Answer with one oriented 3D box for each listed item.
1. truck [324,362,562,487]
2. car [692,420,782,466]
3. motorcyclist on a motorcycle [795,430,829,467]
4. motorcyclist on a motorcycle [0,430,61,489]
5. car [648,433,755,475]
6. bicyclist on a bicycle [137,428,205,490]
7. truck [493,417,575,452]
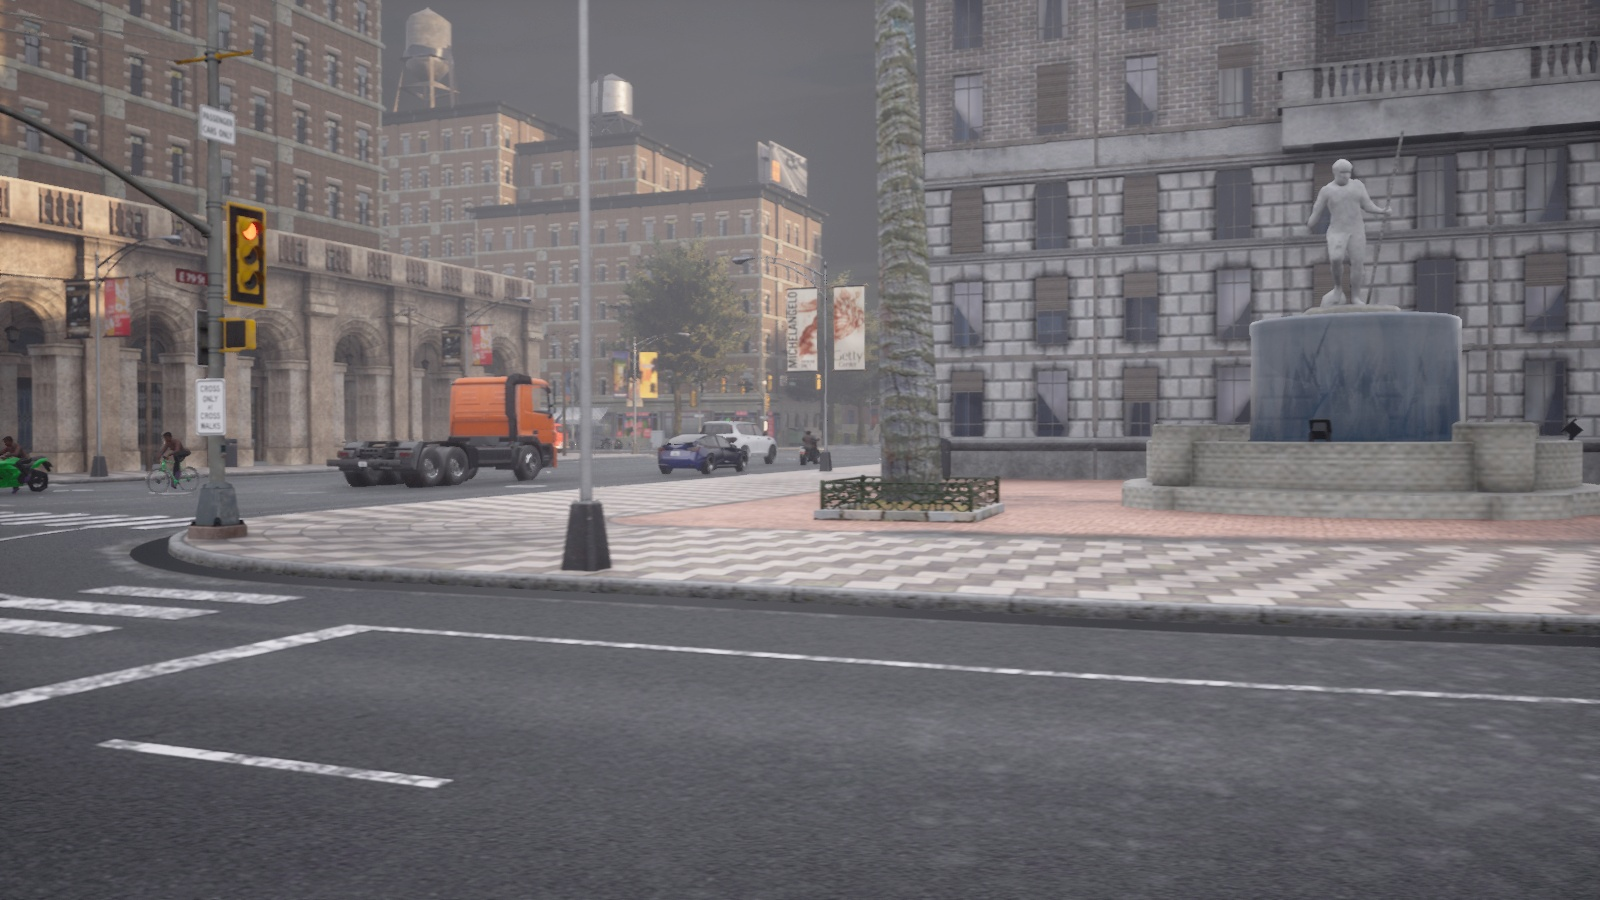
[{"bbox_3d":[-10.789,-0.778,38.999,2.891,3.462,7.936,1,1,22],"label":"truck"},{"bbox_3d":[-2.889,-0.344,59.003,2.150,2.045,5.566,1,1,21],"label":"car"},{"bbox_3d":[0.557,-0.088,58.231,0.766,1.649,2.350,1,1,21],"label":"motorcyclist on a motorcycle"},{"bbox_3d":[-20.633,0.237,32.961,0.797,1.523,2.044,1,1,22],"label":"motorcyclist on a motorcycle"},{"bbox_3d":[-3.633,0.105,47.523,2.163,1.488,4.792,1,1,21],"label":"car"},{"bbox_3d":[-16.746,0.216,33.469,0.582,1.620,1.656,1,1,22],"label":"bicyclist on a bicycle"},{"bbox_3d":[-19.229,-1.079,90.906,5.204,2.467,2.627,0,1,22],"label":"truck"}]
